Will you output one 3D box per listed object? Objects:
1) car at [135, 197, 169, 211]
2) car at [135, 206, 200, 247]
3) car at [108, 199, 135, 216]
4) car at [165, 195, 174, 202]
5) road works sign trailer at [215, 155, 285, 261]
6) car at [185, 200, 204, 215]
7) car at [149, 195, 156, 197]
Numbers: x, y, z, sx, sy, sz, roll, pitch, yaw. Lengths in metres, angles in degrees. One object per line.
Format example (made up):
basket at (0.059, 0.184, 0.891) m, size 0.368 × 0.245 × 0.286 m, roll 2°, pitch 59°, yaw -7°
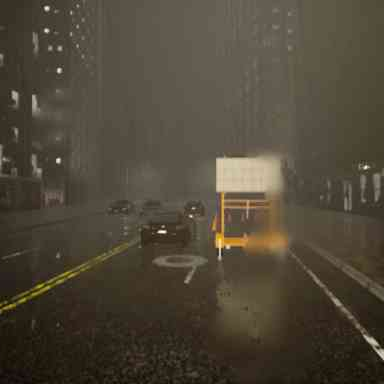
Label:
car at (-3.361, 1.457, 28.979) m, size 1.812 × 1.442 × 4.674 m, roll 0°, pitch 0°, yaw 2°
car at (-0.943, 1.531, 15.058) m, size 1.994 × 1.385 × 4.181 m, roll 0°, pitch 0°, yaw 6°
car at (-6.519, 1.423, 31.431) m, size 1.837 × 1.490 × 4.892 m, roll 0°, pitch 0°, yaw 2°
car at (-4.973, 1.419, 70.134) m, size 1.994 × 1.385 × 4.181 m, roll 0°, pitch 0°, yaw -7°
road works sign trailer at (2.051, 0.441, 12.280) m, size 2.380 × 3.560 × 2.880 m, roll 0°, pitch 0°, yaw 5°
car at (0.211, 1.496, 32.660) m, size 1.994 × 1.385 × 4.181 m, roll 0°, pitch 0°, yaw 2°
car at (-8.521, 1.387, 72.053) m, size 2.033 × 1.411 × 5.357 m, roll 0°, pitch 0°, yaw -7°
